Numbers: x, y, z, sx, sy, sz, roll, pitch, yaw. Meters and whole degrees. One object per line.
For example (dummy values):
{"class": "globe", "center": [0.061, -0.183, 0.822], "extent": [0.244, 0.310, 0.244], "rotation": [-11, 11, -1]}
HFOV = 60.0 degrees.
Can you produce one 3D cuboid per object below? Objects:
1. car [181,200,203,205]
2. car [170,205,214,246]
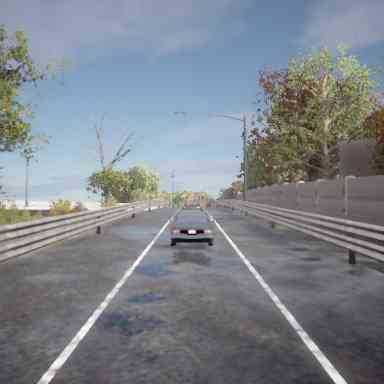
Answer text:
{"class": "car", "center": [-0.001, 1.498, 30.217], "extent": [2.128, 1.511, 4.902], "rotation": [0, 0, 0]}
{"class": "car", "center": [0.000, 1.563, 15.183], "extent": [2.033, 1.411, 5.357], "rotation": [0, 0, 0]}
